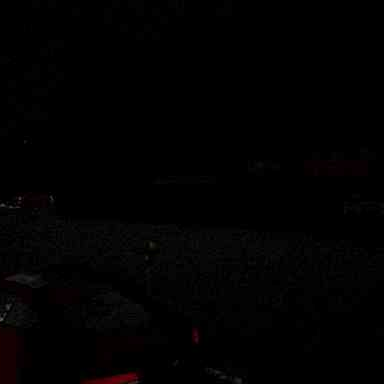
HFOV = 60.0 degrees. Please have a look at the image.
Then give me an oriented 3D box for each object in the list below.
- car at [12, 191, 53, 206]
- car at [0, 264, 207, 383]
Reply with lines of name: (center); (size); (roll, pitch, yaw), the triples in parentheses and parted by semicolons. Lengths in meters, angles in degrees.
car: (-19.795, 0.764, 41.361); (2.097, 1.767, 4.553); (1, 2, 35)
car: (-1.791, 1.581, 4.077); (4.206, 1.307, 1.802); (0, 1, 36)
